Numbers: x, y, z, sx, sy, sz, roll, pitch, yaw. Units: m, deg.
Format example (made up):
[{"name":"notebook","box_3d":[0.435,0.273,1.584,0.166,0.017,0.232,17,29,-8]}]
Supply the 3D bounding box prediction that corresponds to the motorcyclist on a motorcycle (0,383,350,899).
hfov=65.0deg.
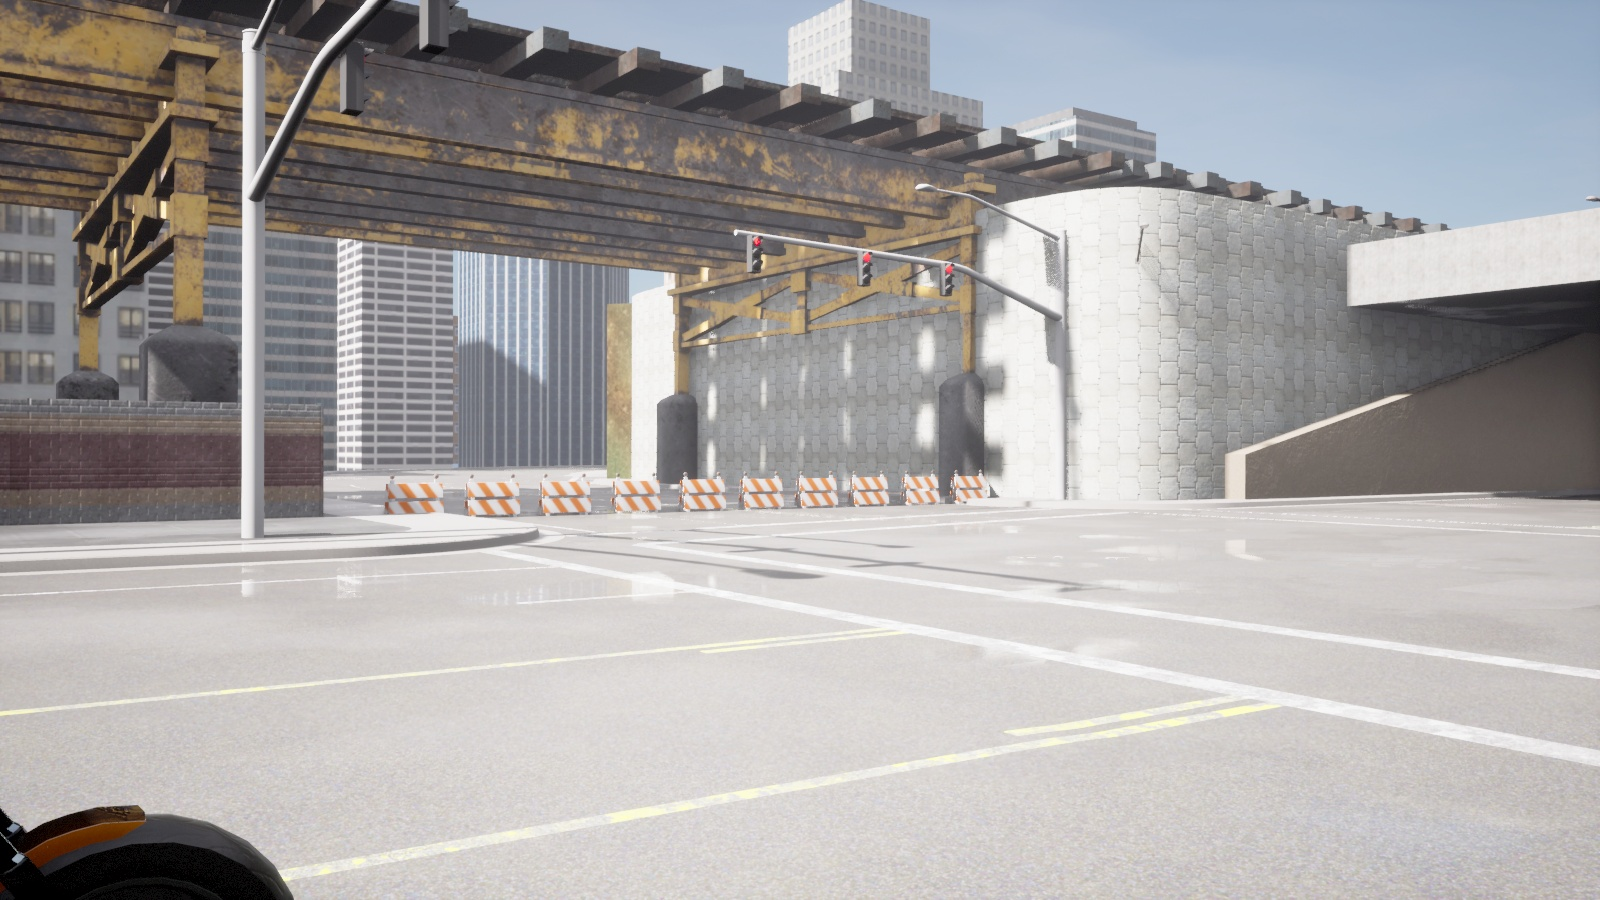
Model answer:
[{"name":"motorcyclist on a motorcycle","box_3d":[-2.109,0.705,2.229,2.350,1.649,0.766,0,0,-34]}]
